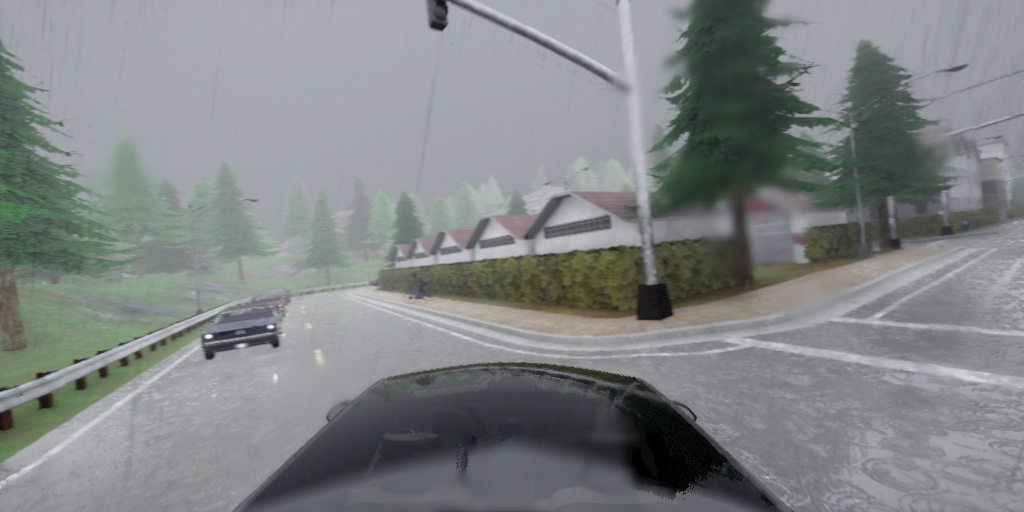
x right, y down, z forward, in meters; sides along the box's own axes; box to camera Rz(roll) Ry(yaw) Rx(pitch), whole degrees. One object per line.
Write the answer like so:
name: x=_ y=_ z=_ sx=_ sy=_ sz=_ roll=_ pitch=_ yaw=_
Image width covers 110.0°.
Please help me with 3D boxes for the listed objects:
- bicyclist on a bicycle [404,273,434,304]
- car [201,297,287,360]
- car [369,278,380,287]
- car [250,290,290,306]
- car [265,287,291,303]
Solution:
bicyclist on a bicycle: x=-4.951 y=1.702 z=19.021 sx=1.656 sy=1.620 sz=0.582 roll=-5 pitch=0 yaw=-32
car: x=-8.960 y=2.387 z=12.196 sx=1.895 sy=1.301 sz=4.718 roll=-6 pitch=0 yaw=-32
car: x=-15.725 y=3.137 z=45.952 sx=1.895 sy=1.301 sz=4.718 roll=-6 pitch=0 yaw=41
car: x=-14.169 y=2.930 z=20.701 sx=1.895 sy=1.301 sz=4.718 roll=-6 pitch=0 yaw=-32
car: x=-19.540 y=3.366 z=29.672 sx=1.882 sy=1.535 sz=5.008 roll=-6 pitch=0 yaw=-29
